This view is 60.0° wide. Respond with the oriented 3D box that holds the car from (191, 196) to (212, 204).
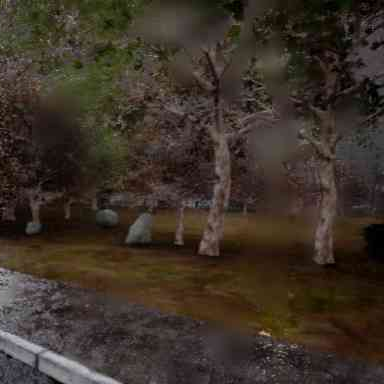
[{"bbox_3d":[2.145,2.106,92.003,2.435,2.045,5.566,5,1,43],"label":"car"}]
